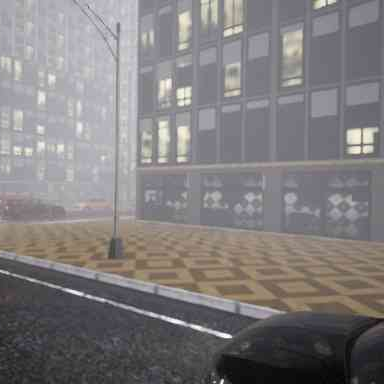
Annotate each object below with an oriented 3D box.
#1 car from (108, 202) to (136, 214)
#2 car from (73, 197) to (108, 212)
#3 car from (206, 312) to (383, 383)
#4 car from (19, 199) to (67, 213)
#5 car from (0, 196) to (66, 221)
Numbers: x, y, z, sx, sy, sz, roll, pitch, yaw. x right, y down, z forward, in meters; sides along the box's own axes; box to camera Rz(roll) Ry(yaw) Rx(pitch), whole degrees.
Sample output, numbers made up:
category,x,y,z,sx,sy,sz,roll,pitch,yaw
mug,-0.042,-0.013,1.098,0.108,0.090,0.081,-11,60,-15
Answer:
category,x,y,z,sx,sy,sz,roll,pitch,yaw
car,-6.931,1.812,38.488,1.752,1.417,4.829,1,0,37
car,-12.313,1.531,40.928,2.097,1.767,4.553,1,0,37
car,2.351,1.508,2.005,4.892,1.490,1.837,1,0,36
car,-17.226,1.619,38.665,1.752,1.417,4.829,1,0,37
car,-13.740,1.501,29.285,2.192,1.841,5.009,1,0,37
